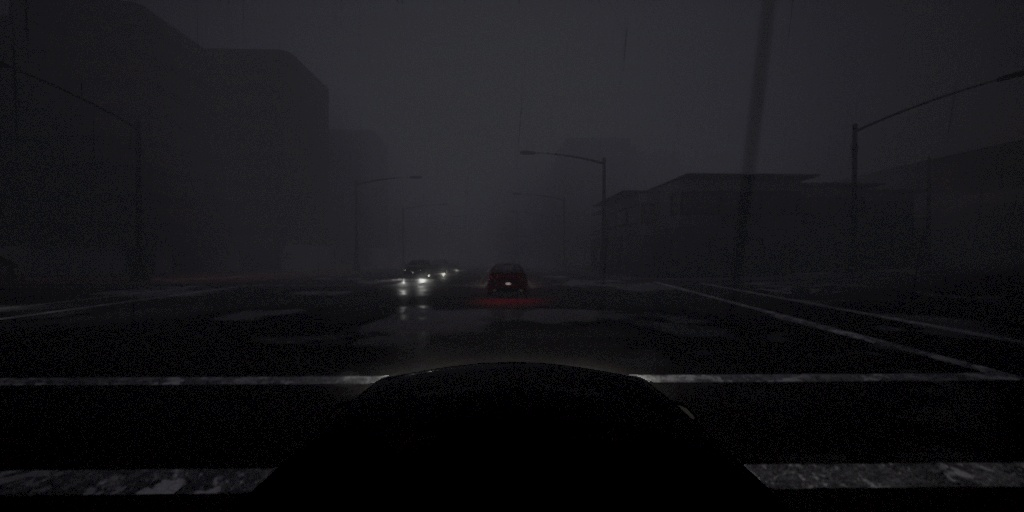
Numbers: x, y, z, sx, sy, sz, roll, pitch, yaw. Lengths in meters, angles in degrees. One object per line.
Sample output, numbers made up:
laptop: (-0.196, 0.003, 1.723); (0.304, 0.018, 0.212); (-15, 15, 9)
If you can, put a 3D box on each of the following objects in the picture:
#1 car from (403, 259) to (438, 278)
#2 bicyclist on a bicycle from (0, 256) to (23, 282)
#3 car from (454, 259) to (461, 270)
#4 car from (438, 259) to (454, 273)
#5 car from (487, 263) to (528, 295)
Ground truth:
car: (-7.861, 1.055, 30.527); (1.837, 1.490, 4.892); (0, 0, -2)
bicyclist on a bicycle: (-31.384, 0.827, 22.198); (0.582, 1.620, 1.656); (0, 1, -1)
car: (-8.636, 1.222, 52.844); (1.882, 1.535, 5.008); (0, 0, -2)
car: (-8.234, 1.083, 40.895); (1.882, 1.535, 5.008); (0, 0, -2)
car: (-0.254, 1.086, 18.589); (1.882, 1.535, 5.008); (0, 0, -2)
